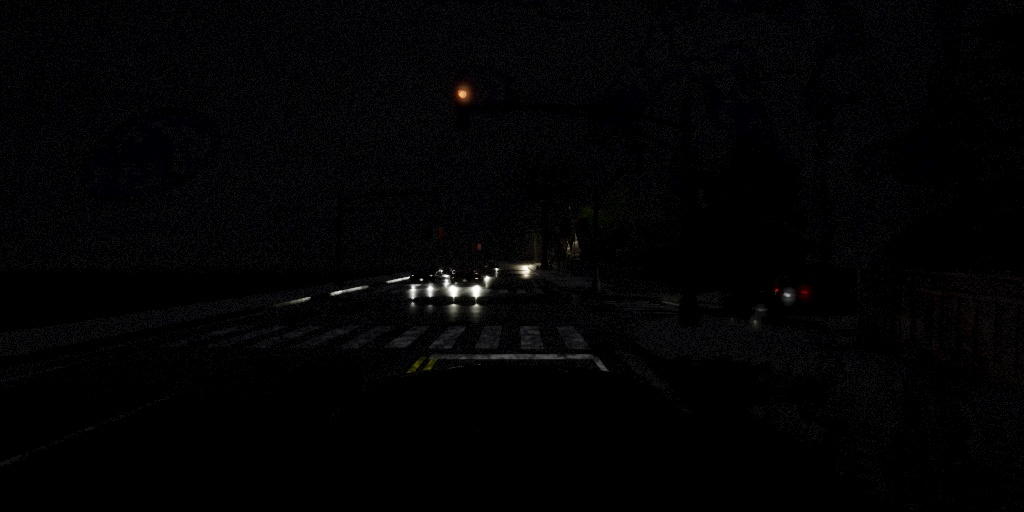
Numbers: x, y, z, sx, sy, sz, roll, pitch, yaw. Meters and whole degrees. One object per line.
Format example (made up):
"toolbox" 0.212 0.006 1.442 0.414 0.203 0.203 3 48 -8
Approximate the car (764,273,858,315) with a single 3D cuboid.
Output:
"car" 12.480 1.498 13.681 4.181 1.385 1.994 1 -2 -2

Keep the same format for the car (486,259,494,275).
"car" -3.343 1.111 37.977 2.097 1.767 4.553 0 0 -1

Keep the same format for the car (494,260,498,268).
"car" -3.264 1.302 59.837 1.812 1.442 4.674 0 0 1

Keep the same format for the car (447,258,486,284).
"car" -3.304 1.109 26.859 2.097 1.767 4.553 0 0 -1

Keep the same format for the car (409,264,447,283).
"car" -6.622 1.304 28.181 2.033 1.411 5.357 0 0 -4

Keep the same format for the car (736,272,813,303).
"car" 13.066 1.508 16.556 5.008 1.535 1.882 1 -2 -2

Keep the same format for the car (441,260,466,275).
"car" -6.589 1.245 40.995 2.128 1.511 4.902 0 0 0
